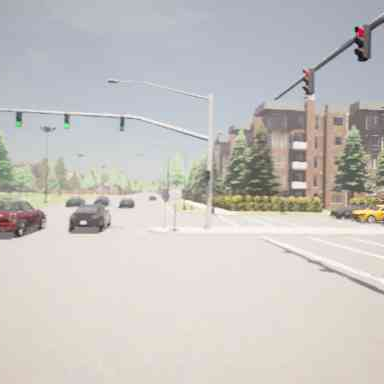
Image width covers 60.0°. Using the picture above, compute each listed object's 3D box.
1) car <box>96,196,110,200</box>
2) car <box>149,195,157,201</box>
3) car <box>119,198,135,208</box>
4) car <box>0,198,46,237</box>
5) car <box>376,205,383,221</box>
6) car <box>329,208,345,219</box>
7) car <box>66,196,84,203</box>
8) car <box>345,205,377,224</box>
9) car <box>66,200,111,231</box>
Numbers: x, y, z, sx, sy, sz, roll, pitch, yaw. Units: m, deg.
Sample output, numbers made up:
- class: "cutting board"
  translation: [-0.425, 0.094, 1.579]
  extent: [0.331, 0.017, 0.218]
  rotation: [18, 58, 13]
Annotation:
- class: "car"
  translation: [-12.555, 1.344, 46.778]
  extent: [1.812, 1.442, 4.674]
  rotation: [1, 0, -7]
- class: "car"
  translation: [-9.870, 1.466, 83.881]
  extent: [2.128, 1.511, 4.902]
  rotation: [1, 0, -7]
- class: "car"
  translation: [-8.977, 1.457, 46.307]
  extent: [1.994, 1.385, 4.181]
  rotation: [1, 0, -7]
- class: "car"
  translation: [-9.138, 1.189, 17.047]
  extent: [2.097, 1.767, 4.553]
  rotation: [1, 0, -7]
- class: "car"
  translation: [16.877, 1.928, 25.118]
  extent: [4.674, 1.442, 1.812]
  rotation: [1, 0, -7]
- class: "car"
  translation: [16.136, 1.946, 32.078]
  extent: [5.357, 1.411, 2.033]
  rotation: [1, 0, -7]
- class: "car"
  translation: [-15.990, 1.308, 46.012]
  extent: [1.994, 1.385, 4.181]
  rotation: [1, 0, -7]
- class: "car"
  translation: [16.309, 1.874, 28.579]
  extent: [5.008, 1.535, 1.882]
  rotation: [1, 0, -7]
- class: "car"
  translation: [-5.910, 1.436, 19.590]
  extent: [1.812, 1.442, 4.674]
  rotation: [1, 0, -7]
